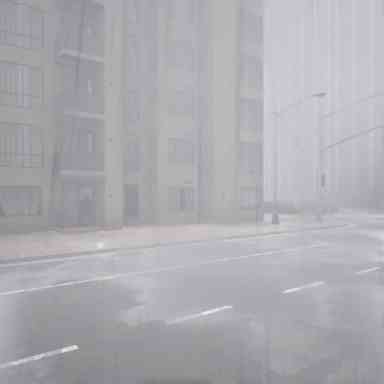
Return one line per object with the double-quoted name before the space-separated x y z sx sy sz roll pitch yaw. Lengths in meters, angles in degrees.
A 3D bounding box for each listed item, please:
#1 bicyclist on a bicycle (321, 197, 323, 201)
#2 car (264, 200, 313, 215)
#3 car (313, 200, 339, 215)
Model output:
"bicyclist on a bicycle" 18.319 1.301 47.564 1.656 1.620 0.582 0 0 -34
"car" 9.071 1.547 33.676 2.033 1.411 5.357 0 0 -34
"car" 12.921 1.564 34.336 1.994 1.385 4.181 0 0 -36
